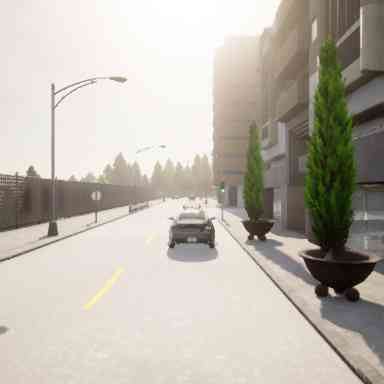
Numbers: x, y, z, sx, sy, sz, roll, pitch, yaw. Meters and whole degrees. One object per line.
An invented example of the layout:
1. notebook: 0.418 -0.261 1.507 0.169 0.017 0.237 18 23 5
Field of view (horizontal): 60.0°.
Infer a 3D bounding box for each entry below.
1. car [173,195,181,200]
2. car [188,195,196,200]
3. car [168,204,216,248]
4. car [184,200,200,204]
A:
1. car: -3.974 1.463 88.254 1.812 1.442 4.674 0 0 0
2. car: 0.024 1.466 83.616 1.837 1.490 4.892 0 0 0
3. car: 0.000 1.514 14.650 1.837 1.490 4.892 0 0 0
4. car: 0.001 1.615 29.679 1.895 1.301 4.718 0 0 0
